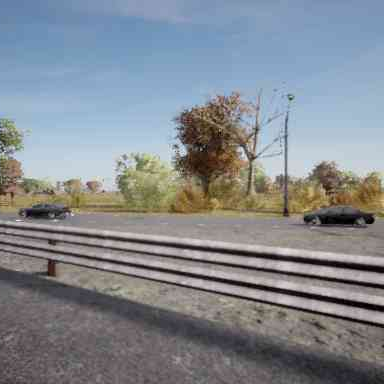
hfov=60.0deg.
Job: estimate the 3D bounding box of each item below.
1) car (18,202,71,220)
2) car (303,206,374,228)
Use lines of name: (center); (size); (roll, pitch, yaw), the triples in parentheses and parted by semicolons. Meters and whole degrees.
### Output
car: (-13.821, 1.737, 31.121); (4.892, 1.490, 1.837); (0, 0, 13)
car: (11.094, 1.835, 25.403); (5.008, 1.535, 1.882); (0, 0, 13)
